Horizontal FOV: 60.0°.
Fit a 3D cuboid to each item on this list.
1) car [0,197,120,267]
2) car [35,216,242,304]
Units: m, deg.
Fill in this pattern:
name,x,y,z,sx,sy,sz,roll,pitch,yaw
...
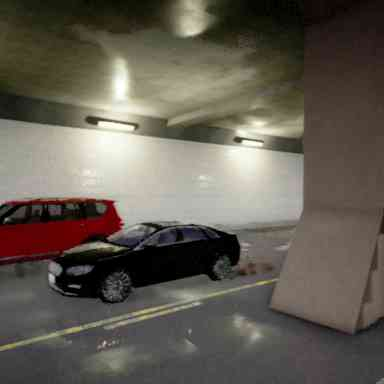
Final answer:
name,x,y,z,sx,sy,sz,roll,pitch,yaw
car,-4.658,1.184,9.692,5.566,2.045,2.150,1,0,-39
car,-0.894,1.487,8.207,4.902,1.511,2.128,1,0,-39
